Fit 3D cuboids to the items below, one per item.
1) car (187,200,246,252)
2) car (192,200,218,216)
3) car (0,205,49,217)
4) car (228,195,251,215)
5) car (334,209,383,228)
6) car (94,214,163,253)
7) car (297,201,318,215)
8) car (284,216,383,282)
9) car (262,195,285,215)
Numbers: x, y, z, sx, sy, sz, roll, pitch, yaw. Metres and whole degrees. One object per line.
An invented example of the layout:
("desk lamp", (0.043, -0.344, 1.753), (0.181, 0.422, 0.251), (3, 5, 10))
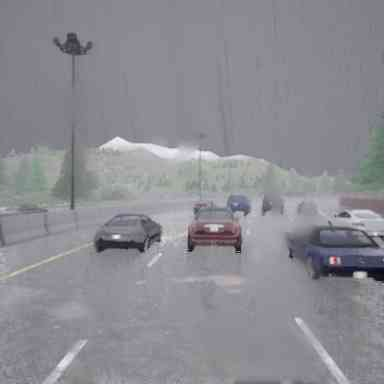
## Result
("car", (1.044, 1.400, 14.396), (2.097, 1.767, 4.553), (0, 0, 6))
("car", (1.451, 1.620, 35.545), (1.837, 1.490, 4.892), (0, 0, 14))
("car", (-12.005, 1.594, 23.616), (1.994, 1.385, 4.181), (0, 0, 10))
("car", (4.969, 1.348, 35.280), (2.150, 2.045, 5.566), (0, 0, 15))
("car", (8.388, 1.608, 16.948), (1.812, 1.442, 4.674), (0, 0, 8))
("car", (-2.522, 1.598, 14.022), (1.994, 1.385, 4.181), (0, 0, 6))
("car", (12.611, 1.722, 36.464), (1.994, 1.385, 4.181), (0, 0, 16))
("car", (4.087, 1.646, 9.941), (1.895, 1.301, 4.718), (0, 0, 5))
("car", (8.647, 1.362, 35.479), (2.150, 2.045, 5.566), (0, 0, 16))
